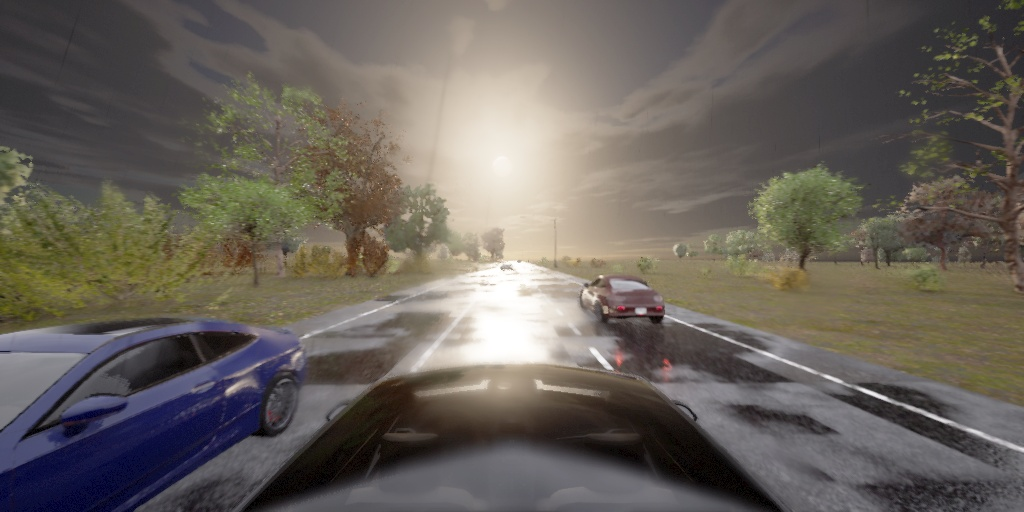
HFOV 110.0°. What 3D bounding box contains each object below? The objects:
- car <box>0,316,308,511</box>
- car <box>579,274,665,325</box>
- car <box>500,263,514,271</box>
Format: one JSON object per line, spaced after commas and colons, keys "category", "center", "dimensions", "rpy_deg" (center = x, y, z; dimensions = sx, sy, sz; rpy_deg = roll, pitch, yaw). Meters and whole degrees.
{"category": "car", "center": [-3.501, 1.293, 2.781], "dimensions": [1.812, 1.442, 4.674], "rpy_deg": [0, 0, 0]}
{"category": "car", "center": [3.498, 1.337, 12.026], "dimensions": [1.812, 1.442, 4.674], "rpy_deg": [0, 0, 0]}
{"category": "car", "center": [-0.878, 1.742, 59.340], "dimensions": [1.895, 1.301, 4.718], "rpy_deg": [0, 0, 6]}
